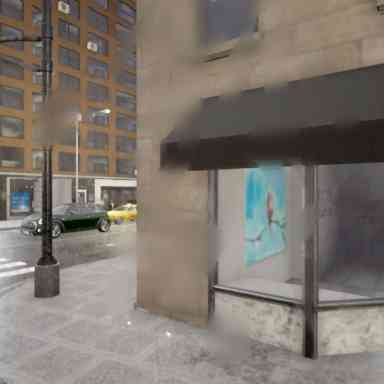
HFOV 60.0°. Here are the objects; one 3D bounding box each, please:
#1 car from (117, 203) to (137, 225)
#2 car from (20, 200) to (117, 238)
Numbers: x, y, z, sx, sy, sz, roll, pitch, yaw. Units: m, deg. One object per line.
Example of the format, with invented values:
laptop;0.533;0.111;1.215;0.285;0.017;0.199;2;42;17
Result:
car;-4.825;1.546;24.633;1.752;1.417;4.829;0;0;36
car;-6.626;1.364;17.807;2.097;1.767;4.553;0;0;36
